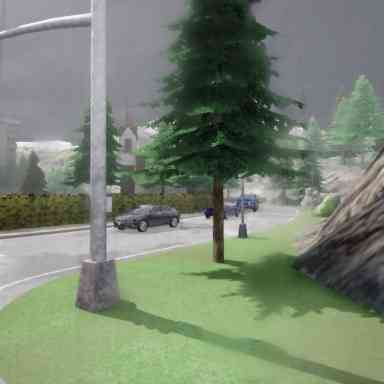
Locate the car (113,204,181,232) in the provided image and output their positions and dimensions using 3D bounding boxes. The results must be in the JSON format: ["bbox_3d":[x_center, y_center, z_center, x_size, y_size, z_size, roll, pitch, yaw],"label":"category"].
[{"bbox_3d":[-2.627,1.505,20.316,1.837,1.490,4.892,0,0,35],"label":"car"}]

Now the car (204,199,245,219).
[{"bbox_3d":[2.750,1.601,29.104,1.895,1.301,4.718,0,0,26],"label":"car"}]

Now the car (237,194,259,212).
[{"bbox_3d":[6.550,1.221,38.782,2.150,2.045,5.566,0,0,16],"label":"car"}]
